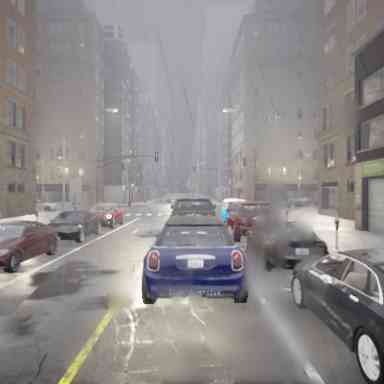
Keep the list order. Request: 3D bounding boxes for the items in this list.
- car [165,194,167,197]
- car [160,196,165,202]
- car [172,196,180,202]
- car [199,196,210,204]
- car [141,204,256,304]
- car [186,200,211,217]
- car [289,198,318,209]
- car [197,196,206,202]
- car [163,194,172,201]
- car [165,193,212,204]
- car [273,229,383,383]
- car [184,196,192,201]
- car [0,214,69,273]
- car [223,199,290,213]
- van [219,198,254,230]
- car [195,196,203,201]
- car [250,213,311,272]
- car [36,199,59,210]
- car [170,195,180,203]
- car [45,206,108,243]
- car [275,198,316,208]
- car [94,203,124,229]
[{"bbox_3d":[-3.411,1.556,61.511,2.128,1.511,4.902,0,0,-1],"label":"car"},{"bbox_3d":[-6.389,1.532,76.674,1.967,1.590,4.097,0,0,-1],"label":"car"},{"bbox_3d":[-3.824,1.652,80.890,1.994,1.385,4.181,0,0,-1],"label":"car"},{"bbox_3d":[2.411,1.512,65.568,1.967,1.590,4.097,0,0,-1],"label":"car"},{"bbox_3d":[0.028,1.357,8.317,2.097,1.767,4.553,0,0,-1],"label":"car"},{"bbox_3d":[0.750,1.544,33.059,1.812,1.442,4.674,0,0,10],"label":"car"},{"bbox_3d":[14.930,1.511,45.266,4.902,1.511,2.128,0,0,0],"label":"car"},{"bbox_3d":[2.134,1.674,76.874,1.802,1.307,4.206,0,0,-1],"label":"car"},{"bbox_3d":[-6.805,1.454,93.635,2.192,1.841,5.009,0,0,-1],"label":"car"},{"bbox_3d":[0.058,1.235,16.804,2.150,2.045,5.566,0,0,0],"label":"car"},{"bbox_3d":[2.850,1.554,5.108,2.008,1.369,4.403,0,0,0],"label":"car"},{"bbox_3d":[-1.065,1.677,90.804,1.994,1.385,4.181,0,0,-1],"label":"car"},{"bbox_3d":[-5.690,1.590,10.602,1.802,1.307,4.206,0,0,0],"label":"car"},{"bbox_3d":[2.822,1.326,16.155,2.192,1.841,5.009,0,0,0],"label":"car"},{"bbox_3d":[2.808,1.356,21.679,1.690,1.788,3.998,0,0,0],"label":"van"},{"bbox_3d":[1.857,1.699,88.177,1.802,1.307,4.206,0,0,-1],"label":"car"},{"bbox_3d":[2.836,1.573,10.631,1.947,1.339,4.313,0,0,0],"label":"car"},{"bbox_3d":[-17.859,1.566,38.307,4.674,1.442,1.812,0,0,-2],"label":"car"},{"bbox_3d":[-3.586,1.437,71.145,2.097,1.767,4.553,0,0,-1],"label":"car"},{"bbox_3d":[-5.704,1.577,16.127,1.947,1.339,4.313,0,0,0],"label":"car"},{"bbox_3d":[15.065,1.573,48.517,5.357,1.411,2.033,0,0,0],"label":"car"},{"bbox_3d":[-5.718,1.456,21.652,1.967,1.590,4.097,0,0,0],"label":"car"}]
